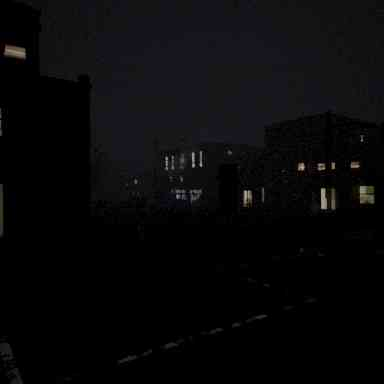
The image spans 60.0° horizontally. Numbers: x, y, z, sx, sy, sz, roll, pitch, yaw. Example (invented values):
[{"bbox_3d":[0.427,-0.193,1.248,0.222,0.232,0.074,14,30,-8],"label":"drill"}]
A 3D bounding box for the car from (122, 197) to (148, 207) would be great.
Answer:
[{"bbox_3d":[-8.867,1.873,53.013,2.150,2.045,5.566,-1,0,-36],"label":"car"}]

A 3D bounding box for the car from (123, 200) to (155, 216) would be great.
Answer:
[{"bbox_3d":[-5.947,2.047,39.239,1.752,1.417,4.829,-2,0,-36],"label":"car"}]

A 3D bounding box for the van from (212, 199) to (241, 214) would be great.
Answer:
[{"bbox_3d":[4.051,1.707,39.694,1.690,1.788,3.998,-2,0,-36],"label":"van"}]

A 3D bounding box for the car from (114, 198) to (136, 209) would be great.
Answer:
[{"bbox_3d":[-12.638,2.084,62.546,2.192,1.841,5.009,-2,0,-36],"label":"car"}]

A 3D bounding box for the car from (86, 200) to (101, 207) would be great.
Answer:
[{"bbox_3d":[-22.644,2.594,76.257,1.802,1.307,4.206,-2,0,-36],"label":"car"}]

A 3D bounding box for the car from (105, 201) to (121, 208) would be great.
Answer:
[{"bbox_3d":[-15.968,2.432,67.116,1.802,1.307,4.206,-2,0,-36],"label":"car"}]

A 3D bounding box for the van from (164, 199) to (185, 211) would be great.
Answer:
[{"bbox_3d":[-2.624,1.868,48.834,1.690,1.788,3.998,-2,0,-36],"label":"van"}]

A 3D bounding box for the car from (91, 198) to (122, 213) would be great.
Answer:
[{"bbox_3d":[-12.728,2.001,48.516,2.192,1.841,5.009,-2,0,-36],"label":"car"}]
